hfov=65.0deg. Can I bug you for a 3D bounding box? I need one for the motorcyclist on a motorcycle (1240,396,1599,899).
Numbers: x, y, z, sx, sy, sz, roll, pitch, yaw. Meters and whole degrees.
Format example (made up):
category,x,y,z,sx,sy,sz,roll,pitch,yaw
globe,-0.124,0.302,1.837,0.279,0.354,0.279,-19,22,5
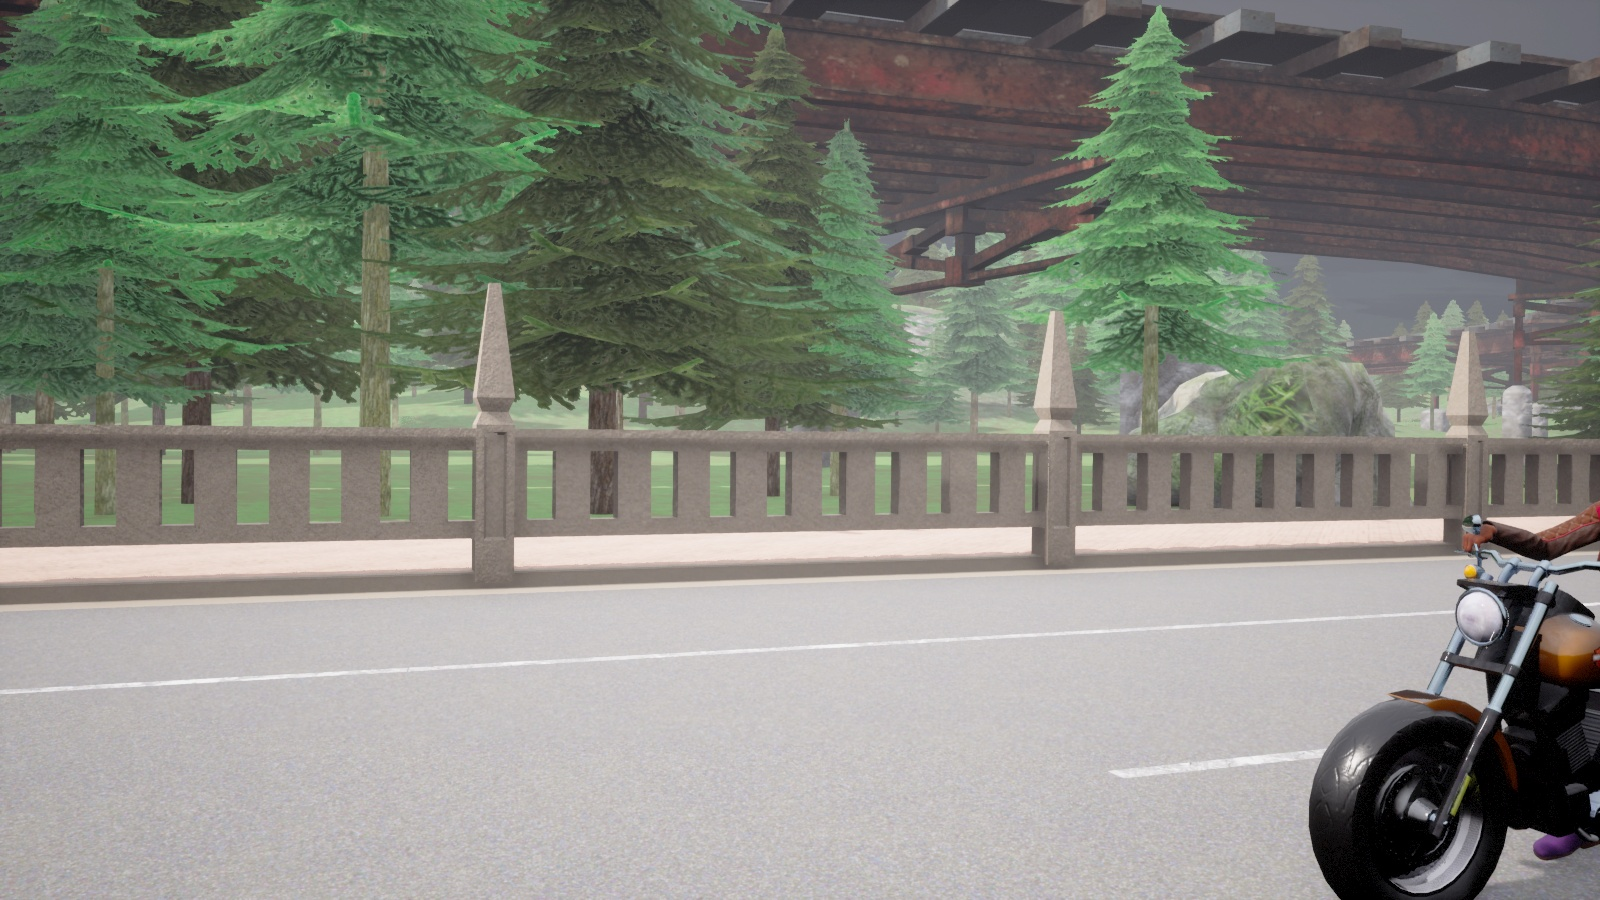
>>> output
category,x,y,z,sx,sy,sz,roll,pitch,yaw
motorcyclist on a motorcycle,2.716,0.650,4.271,2.350,1.649,0.766,-1,1,-21
